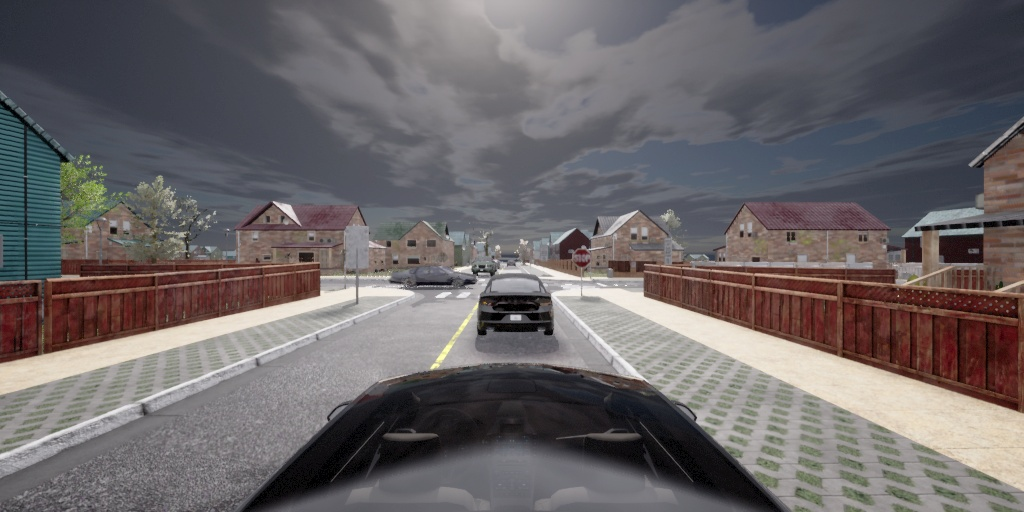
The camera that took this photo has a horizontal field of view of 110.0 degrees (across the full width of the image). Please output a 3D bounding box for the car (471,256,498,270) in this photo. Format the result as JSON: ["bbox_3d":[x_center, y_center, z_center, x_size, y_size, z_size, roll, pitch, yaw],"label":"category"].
[{"bbox_3d":[-2.931,1.021,37.418,2.150,2.045,5.566,0,0,0],"label":"car"}]

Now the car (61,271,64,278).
[{"bbox_3d":[-31.479,1.116,22.646,4.902,1.511,2.128,0,0,0],"label":"car"}]

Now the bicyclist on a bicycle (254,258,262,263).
[{"bbox_3d":[-20.213,0.956,28.553,0.582,1.620,1.656,0,0,0],"label":"bicyclist on a bicycle"}]

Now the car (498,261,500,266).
[{"bbox_3d":[-2.942,1.346,47.805,1.837,1.490,4.892,0,0,0],"label":"car"}]

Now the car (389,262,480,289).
[{"bbox_3d":[-4.946,1.298,22.770,5.357,1.411,2.033,0,0,0],"label":"car"}]

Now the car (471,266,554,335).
[{"bbox_3d":[0.082,1.228,10.489,1.882,1.535,5.008,0,0,0],"label":"car"}]
